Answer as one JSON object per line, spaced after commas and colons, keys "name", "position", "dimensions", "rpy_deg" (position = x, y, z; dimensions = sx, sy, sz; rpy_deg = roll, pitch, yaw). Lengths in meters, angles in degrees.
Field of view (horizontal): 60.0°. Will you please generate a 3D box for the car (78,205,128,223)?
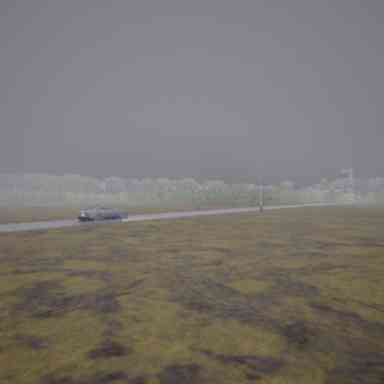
{"name": "car", "position": [-7.328, 1.770, 27.613], "dimensions": [1.994, 1.385, 4.181], "rpy_deg": [-2, -1, 36]}
